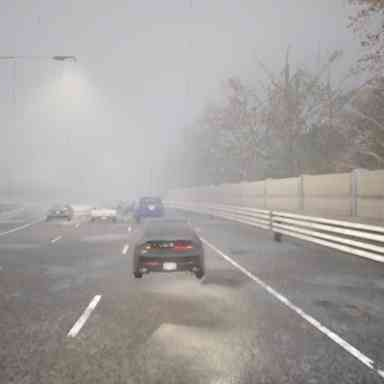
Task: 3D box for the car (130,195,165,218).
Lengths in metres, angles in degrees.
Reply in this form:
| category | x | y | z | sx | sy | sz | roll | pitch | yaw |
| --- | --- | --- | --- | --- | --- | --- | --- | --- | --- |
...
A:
| category | x | y | z | sx | sy | sz | roll | pitch | yaw |
| --- | --- | --- | --- | --- | --- | --- | --- | --- | --- |
| car | -3.542 | 1.317 | 26.799 | 2.150 | 2.045 | 5.566 | 0 | 0 | -13 |

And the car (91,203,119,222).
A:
| category | x | y | z | sx | sy | sz | roll | pitch | yaw |
| --- | --- | --- | --- | --- | --- | --- | --- | --- | --- |
| car | -7.317 | 1.708 | 27.554 | 1.895 | 1.301 | 4.718 | 0 | 0 | -15 |

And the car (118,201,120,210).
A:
| category | x | y | z | sx | sy | sz | roll | pitch | yaw |
| --- | --- | --- | --- | --- | --- | --- | --- | --- | --- |
| car | -9.151 | 1.769 | 45.120 | 1.895 | 1.301 | 4.718 | 0 | 0 | -16 |

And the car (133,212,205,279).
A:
| category | x | y | z | sx | sy | sz | roll | pitch | yaw |
| --- | --- | --- | --- | --- | --- | --- | --- | --- | --- |
| car | -0.733 | 1.536 | 10.178 | 1.837 | 1.490 | 4.892 | 0 | -1 | -5 |

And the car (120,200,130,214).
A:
| category | x | y | z | sx | sy | sz | roll | pitch | yaw |
| --- | --- | --- | --- | --- | --- | --- | --- | --- | --- |
| car | -6.619 | 1.661 | 36.928 | 1.812 | 1.442 | 4.674 | 0 | 0 | -17 |

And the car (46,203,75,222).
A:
| category | x | y | z | sx | sy | sz | roll | pitch | yaw |
| --- | --- | --- | --- | --- | --- | --- | --- | --- | --- |
| car | -11.037 | 1.667 | 28.060 | 2.033 | 1.411 | 5.357 | 0 | 0 | -16 |
